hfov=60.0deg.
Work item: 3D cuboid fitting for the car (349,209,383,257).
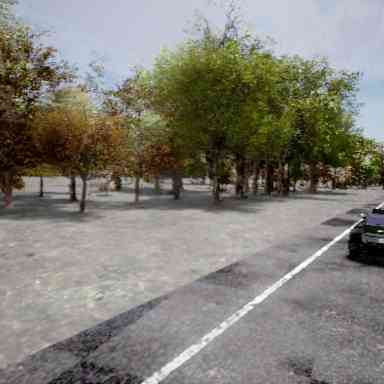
[{"bbox_3d":[6.317,1.249,10.609,1.994,1.385,4.181,4,3,33],"label":"car"}]
